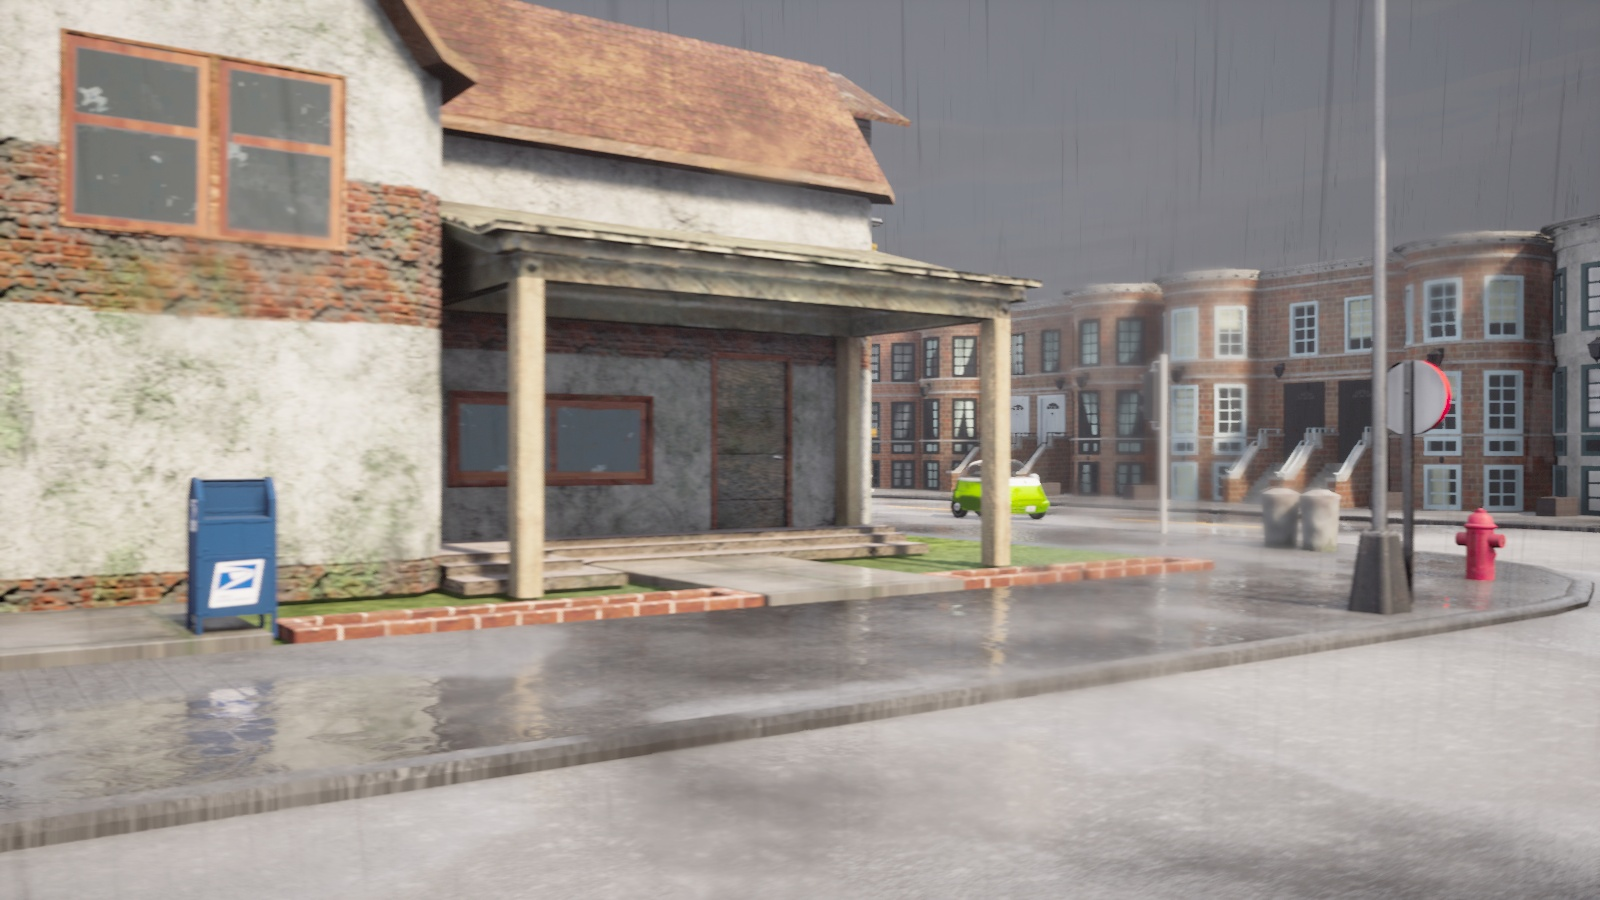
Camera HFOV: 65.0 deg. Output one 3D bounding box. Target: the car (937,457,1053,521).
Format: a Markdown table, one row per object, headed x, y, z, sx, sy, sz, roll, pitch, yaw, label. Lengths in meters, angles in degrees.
| x | y | z | sx | sy | sz | roll | pitch | yaw | label |
| --- | --- | --- | --- | --- | --- | --- | --- | --- | --- |
| 4.420 | 0.859 | 28.585 | 1.481 | 1.376 | 2.207 | 0 | 0 | -35 | car |
